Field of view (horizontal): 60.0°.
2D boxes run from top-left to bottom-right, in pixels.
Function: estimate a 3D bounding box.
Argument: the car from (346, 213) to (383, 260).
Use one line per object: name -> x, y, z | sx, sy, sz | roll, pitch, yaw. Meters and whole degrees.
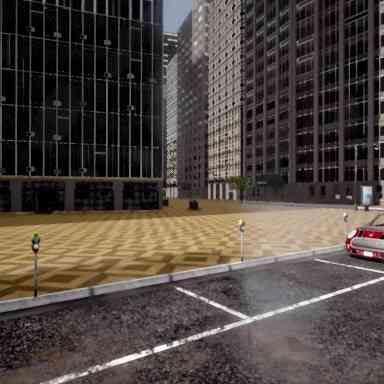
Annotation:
car -> 7.205, 1.437, 11.691 | 4.097, 1.590, 1.967 | 0, 0, -35
